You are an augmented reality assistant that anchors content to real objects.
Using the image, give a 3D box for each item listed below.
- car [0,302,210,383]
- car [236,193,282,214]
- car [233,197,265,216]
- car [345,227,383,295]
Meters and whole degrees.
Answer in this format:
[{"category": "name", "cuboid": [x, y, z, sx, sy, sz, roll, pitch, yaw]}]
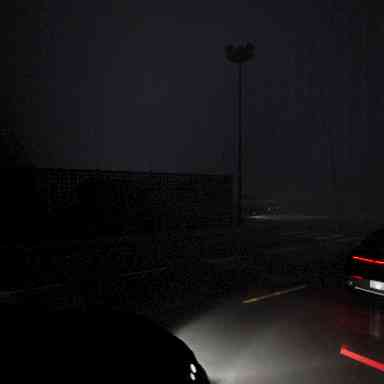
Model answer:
[{"category": "car", "cuboid": [-1.863, 1.564, 2.423, 4.181, 1.385, 1.994, 0, 0, -35]}, {"category": "car", "cuboid": [6.639, 1.160, 34.261, 2.150, 2.045, 5.566, 0, 1, -35]}, {"category": "car", "cuboid": [4.046, 1.491, 31.870, 2.033, 1.411, 5.357, 0, 0, -35]}, {"category": "car", "cuboid": [5.463, 1.505, 7.669, 4.892, 1.490, 1.837, 0, 0, -36]}]
